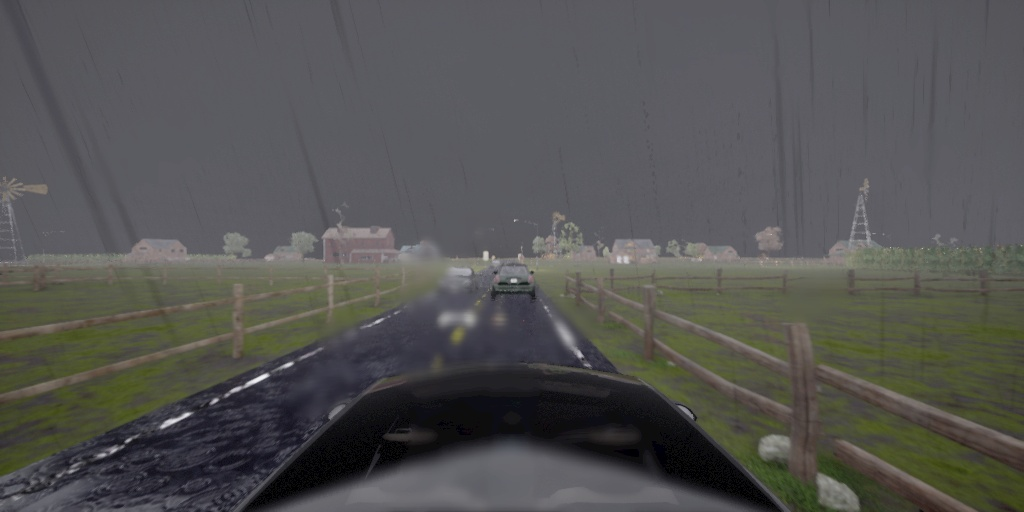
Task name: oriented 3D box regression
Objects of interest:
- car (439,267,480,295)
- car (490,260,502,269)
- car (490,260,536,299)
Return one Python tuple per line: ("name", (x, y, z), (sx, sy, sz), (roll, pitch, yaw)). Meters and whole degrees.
("car", (-2.854, 1.332, 20.191), (1.812, 1.442, 4.674), (0, 0, 0))
("car", (-2.793, 1.454, 63.465), (1.812, 1.442, 4.674), (0, 0, 0))
("car", (0.087, 1.153, 18.512), (2.097, 1.767, 4.553), (0, 0, 0))
